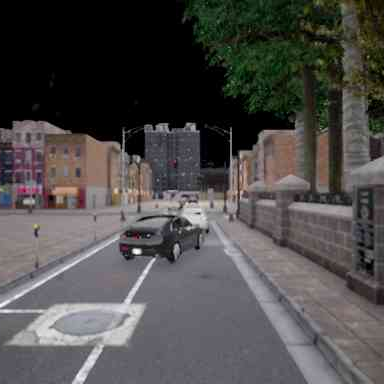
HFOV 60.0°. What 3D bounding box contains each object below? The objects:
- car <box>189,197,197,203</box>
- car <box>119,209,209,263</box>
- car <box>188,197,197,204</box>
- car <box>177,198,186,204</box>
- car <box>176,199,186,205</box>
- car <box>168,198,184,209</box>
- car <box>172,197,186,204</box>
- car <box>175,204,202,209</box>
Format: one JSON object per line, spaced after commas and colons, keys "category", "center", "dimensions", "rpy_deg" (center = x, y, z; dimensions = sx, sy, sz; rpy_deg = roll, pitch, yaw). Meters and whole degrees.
{"category": "car", "center": [0.256, 2.057, 88.708], "dimensions": [1.882, 1.535, 5.008], "rpy_deg": [0, 0, 0]}
{"category": "car", "center": [-0.953, 1.604, 12.550], "dimensions": [1.837, 1.490, 4.892], "rpy_deg": [0, -1, 18]}
{"category": "car", "center": [0.226, 1.992, 78.673], "dimensions": [2.097, 1.767, 4.553], "rpy_deg": [0, 0, 0]}
{"category": "car", "center": [-2.408, 2.209, 80.452], "dimensions": [2.008, 1.369, 4.403], "rpy_deg": [0, 0, 0]}
{"category": "car", "center": [-2.424, 2.178, 75.000], "dimensions": [1.947, 1.339, 4.313], "rpy_deg": [0, 0, 0]}
{"category": "car", "center": [-2.504, 1.908, 47.571], "dimensions": [1.752, 1.417, 4.829], "rpy_deg": [0, 0, 0]}
{"category": "car", "center": [-2.488, 1.744, 53.195], "dimensions": [2.192, 1.841, 5.009], "rpy_deg": [0, 0, 0]}
{"category": "car", "center": [0.089, 1.689, 20.590], "dimensions": [1.812, 1.442, 4.674], "rpy_deg": [0, 0, 1]}
